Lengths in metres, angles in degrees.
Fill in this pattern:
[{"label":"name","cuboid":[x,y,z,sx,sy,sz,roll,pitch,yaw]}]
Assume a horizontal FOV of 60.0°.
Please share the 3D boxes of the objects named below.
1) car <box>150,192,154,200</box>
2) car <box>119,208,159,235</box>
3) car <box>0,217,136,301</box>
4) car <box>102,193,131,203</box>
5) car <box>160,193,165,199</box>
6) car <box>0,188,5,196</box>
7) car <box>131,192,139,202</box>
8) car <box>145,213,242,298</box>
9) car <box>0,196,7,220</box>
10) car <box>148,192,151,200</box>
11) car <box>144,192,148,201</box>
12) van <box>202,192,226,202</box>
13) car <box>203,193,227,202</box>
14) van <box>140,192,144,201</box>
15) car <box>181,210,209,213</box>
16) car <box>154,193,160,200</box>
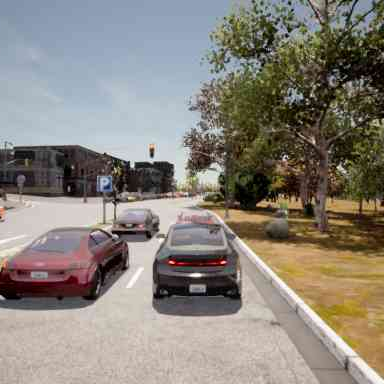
[{"label":"car","cuboid":[-12.283,1.358,80.757,4.674,1.452,2.002,-1,0,-13]},{"label":"car","cuboid":[-2.847,1.572,17.654,2.033,1.411,5.357,0,0,1]},{"label":"car","cuboid":[-2.903,1.574,8.434,1.994,1.385,4.181,0,0,1]},{"label":"car","cuboid":[-14.456,1.358,62.804,4.792,1.488,2.163,-1,0,-15]},{"label":"car","cuboid":[-11.019,1.064,89.745,5.566,2.045,2.435,-1,0,-12]},{"label":"car","cuboid":[-31.175,0.137,53.669,2.002,1.452,4.674,6,-3,-19]},{"label":"car","cuboid":[-13.812,1.315,65.796,5.366,1.575,1.946,-1,0,-15]},{"label":"car","cuboid":[0.107,1.515,8.481,1.837,1.490,4.892,0,0,0]},{"label":"car","cuboid":[-16.632,1.403,24.997,4.553,1.767,2.185,-1,0,-19]},{"label":"car","cuboid":[-12.654,1.359,77.755,4.674,1.452,2.002,-1,0,-13]},{"label":"car","cuboid":[-13.026,1.321,74.760,4.892,1.521,2.231,-1,0,-14]},{"label":"van","cuboid":[4.271,1.042,65.402,4.442,1.987,1.878,1,0,-14]},{"label":"car","cuboid":[4.654,1.141,68.372,4.553,1.767,2.185,1,0,-14]},{"label":"van","cuboid":[-13.254,1.092,71.788,4.442,1.987,1.878,-1,0,-14]},{"label":"car","cuboid":[0.155,1.625,17.749,1.895,1.301,4.718,0,0,0]},{"label":"car","cuboid":[-11.469,1.357,86.739,4.674,1.452,2.002,-1,0,-12]}]
